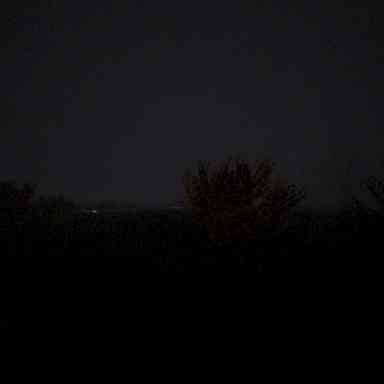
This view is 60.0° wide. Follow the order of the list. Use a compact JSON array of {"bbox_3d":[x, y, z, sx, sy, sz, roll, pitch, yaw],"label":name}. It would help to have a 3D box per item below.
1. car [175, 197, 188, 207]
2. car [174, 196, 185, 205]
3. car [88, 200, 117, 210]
[{"bbox_3d":[-0.570,2.064,61.015,1.812,1.442,4.674,-1,-1,36],"label":"car"},{"bbox_3d":[-1.237,1.846,66.142,2.150,2.045,5.566,-1,-1,36],"label":"car"},{"bbox_3d":[-13.322,1.943,49.583,1.812,1.442,4.674,-1,-1,36],"label":"car"}]
